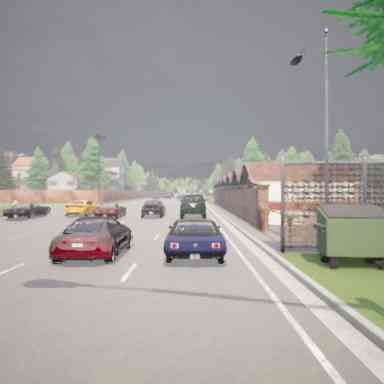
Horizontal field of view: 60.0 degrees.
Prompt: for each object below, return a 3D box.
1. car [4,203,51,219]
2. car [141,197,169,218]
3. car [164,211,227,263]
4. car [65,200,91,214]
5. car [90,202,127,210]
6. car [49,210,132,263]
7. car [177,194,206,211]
[{"bbox_3d":[-13.969,1.585,28.561,1.895,1.301,4.718,0,0,0],"label":"car"},{"bbox_3d":[-3.412,1.489,30.114,1.837,1.490,4.892,0,0,0],"label":"car"},{"bbox_3d":[0.094,1.594,11.920,1.895,1.301,4.718,0,0,0],"label":"car"},{"bbox_3d":[-10.412,1.460,31.634,1.882,1.535,5.008,0,0,0],"label":"car"},{"bbox_3d":[-6.911,1.585,28.553,1.895,1.301,4.718,0,0,0],"label":"car"},{"bbox_3d":[-3.405,1.557,11.897,1.994,1.385,4.181,0,0,0],"label":"car"},{"bbox_3d":[0.088,1.206,29.202,2.150,2.045,5.566,0,0,0],"label":"car"}]
